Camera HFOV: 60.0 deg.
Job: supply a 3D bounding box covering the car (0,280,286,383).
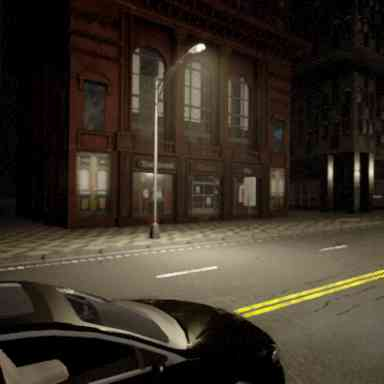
[{"bbox_3d":[-1.343,1.493,2.485,4.902,1.511,2.128,0,0,-35],"label":"car"}]
